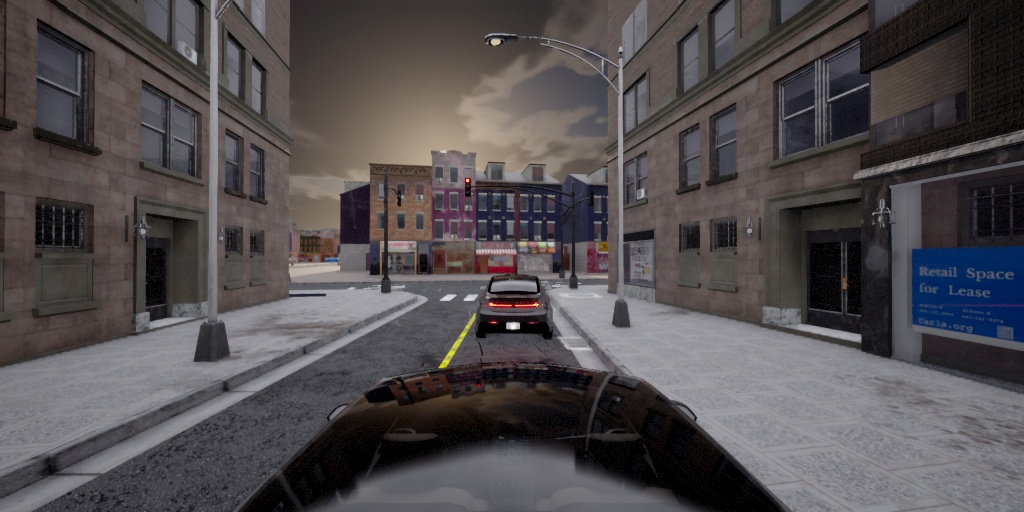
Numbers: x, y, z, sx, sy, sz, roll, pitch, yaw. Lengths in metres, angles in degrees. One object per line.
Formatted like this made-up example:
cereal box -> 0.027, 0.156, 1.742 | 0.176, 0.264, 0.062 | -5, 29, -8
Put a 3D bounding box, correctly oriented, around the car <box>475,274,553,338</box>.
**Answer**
car -> 0.096, 1.256, 10.129 | 1.837, 1.490, 4.892 | 0, 0, 2
